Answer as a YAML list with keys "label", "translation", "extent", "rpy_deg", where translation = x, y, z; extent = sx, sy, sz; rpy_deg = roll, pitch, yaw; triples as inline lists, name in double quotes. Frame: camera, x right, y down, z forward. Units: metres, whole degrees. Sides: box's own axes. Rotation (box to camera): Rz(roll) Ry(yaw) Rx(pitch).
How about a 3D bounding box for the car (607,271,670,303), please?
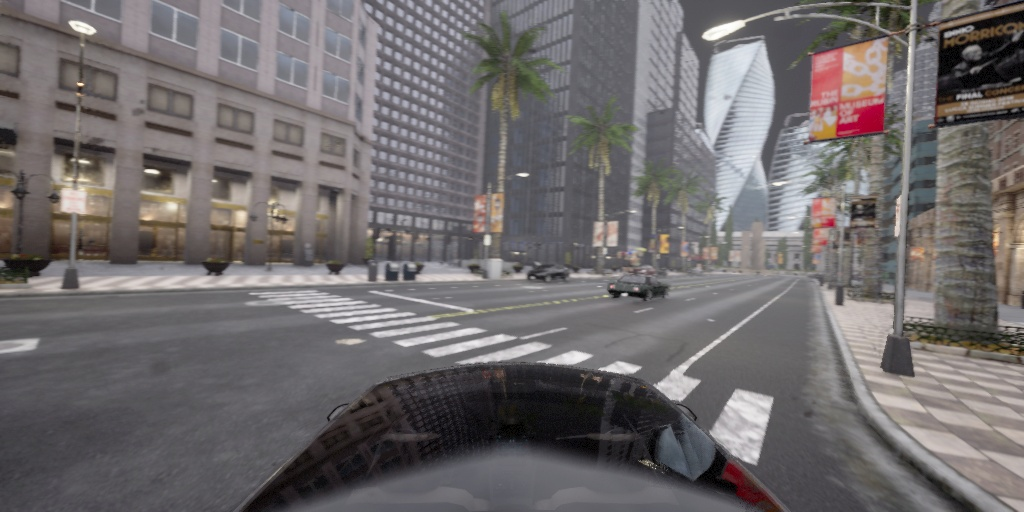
- label: "car"
  translation: [7.026, 1.700, 19.540]
  extent: [1.895, 1.301, 4.718]
  rpy_deg: [3, 0, 40]
